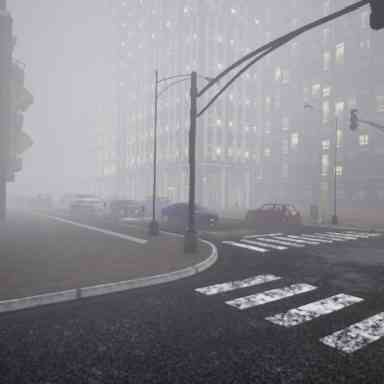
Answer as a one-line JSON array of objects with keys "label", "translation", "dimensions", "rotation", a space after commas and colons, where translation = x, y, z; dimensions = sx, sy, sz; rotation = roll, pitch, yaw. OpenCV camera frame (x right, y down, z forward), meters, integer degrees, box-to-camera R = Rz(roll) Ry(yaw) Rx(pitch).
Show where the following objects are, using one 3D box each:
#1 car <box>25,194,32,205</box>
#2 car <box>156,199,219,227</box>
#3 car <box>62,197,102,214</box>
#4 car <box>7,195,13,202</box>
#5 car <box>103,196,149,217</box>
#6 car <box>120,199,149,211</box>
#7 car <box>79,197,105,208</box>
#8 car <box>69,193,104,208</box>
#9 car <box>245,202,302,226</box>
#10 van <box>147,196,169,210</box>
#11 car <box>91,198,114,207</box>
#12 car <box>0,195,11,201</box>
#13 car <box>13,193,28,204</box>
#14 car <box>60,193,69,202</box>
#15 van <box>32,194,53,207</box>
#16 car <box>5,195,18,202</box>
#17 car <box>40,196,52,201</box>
[{"label": "car", "translation": [-24.012, 1.439, 51.295], "dimensions": [1.802, 1.307, 4.206], "rotation": [2, -1, -35]}, {"label": "car", "translation": [-0.222, 1.435, 22.278], "dimensions": [1.882, 1.535, 5.008], "rotation": [1, -1, -36]}, {"label": "car", "translation": [-10.927, 1.434, 32.876], "dimensions": [2.008, 1.369, 4.403], "rotation": [2, -1, -35]}, {"label": "car", "translation": [-37.096, 1.404, 69.715], "dimensions": [1.947, 1.339, 4.313], "rotation": [1, -1, -35]}, {"label": "car", "translation": [-6.200, 1.447, 30.696], "dimensions": [1.837, 1.490, 4.892], "rotation": [1, -1, -35]}, {"label": "car", "translation": [-7.367, 1.599, 42.333], "dimensions": [2.008, 1.369, 4.403], "rotation": [2, -1, -35]}, {"label": "car", "translation": [-14.490, 1.531, 47.798], "dimensions": [2.033, 1.411, 5.357], "rotation": [1, -1, -35]}, {"label": "car", "translation": [-12.445, 1.152, 39.525], "dimensions": [2.150, 2.045, 5.566], "rotation": [1, -1, -35]}, {"label": "car", "translation": [5.720, 1.519, 23.914], "dimensions": [1.967, 1.590, 4.097], "rotation": [2, -1, -35]}, {"label": "van", "translation": [-4.092, 1.396, 37.730], "dimensions": [1.690, 1.788, 3.998], "rotation": [2, -1, -35]}, {"label": "car", "translation": [-13.910, 1.601, 51.542], "dimensions": [1.947, 1.339, 4.313], "rotation": [2, -1, -35]}, {"label": "car", "translation": [-46.813, 1.372, 83.394], "dimensions": [1.752, 1.417, 4.829], "rotation": [1, -1, -35]}, {"label": "car", "translation": [-30.550, 1.162, 60.508], "dimensions": [2.192, 1.841, 5.009], "rotation": [2, -1, -35]}, {"label": "car", "translation": [-20.553, 1.193, 56.262], "dimensions": [2.150, 2.045, 5.566], "rotation": [1, -1, -35]}, {"label": "van", "translation": [-20.737, 1.204, 46.693], "dimensions": [1.690, 1.788, 3.998], "rotation": [2, -1, -35]}, {"label": "car", "translation": [-40.367, 1.385, 74.320], "dimensions": [2.008, 1.369, 4.403], "rotation": [1, -1, -35]}, {"label": "car", "translation": [-36.809, 1.584, 83.777], "dimensions": [1.802, 1.307, 4.206], "rotation": [1, -1, -35]}]
